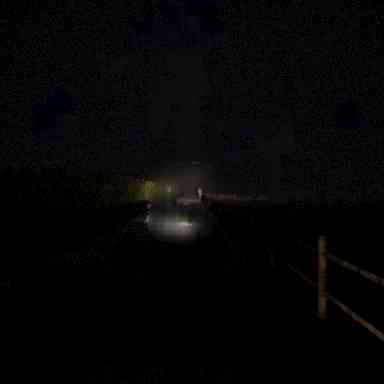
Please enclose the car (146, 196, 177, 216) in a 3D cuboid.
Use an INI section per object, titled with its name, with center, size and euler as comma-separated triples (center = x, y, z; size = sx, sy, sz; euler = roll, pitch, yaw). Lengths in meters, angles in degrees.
[car]
center = -2.775, 1.150, 29.597
size = 2.097, 1.767, 4.553
euler = 0, 1, 0
